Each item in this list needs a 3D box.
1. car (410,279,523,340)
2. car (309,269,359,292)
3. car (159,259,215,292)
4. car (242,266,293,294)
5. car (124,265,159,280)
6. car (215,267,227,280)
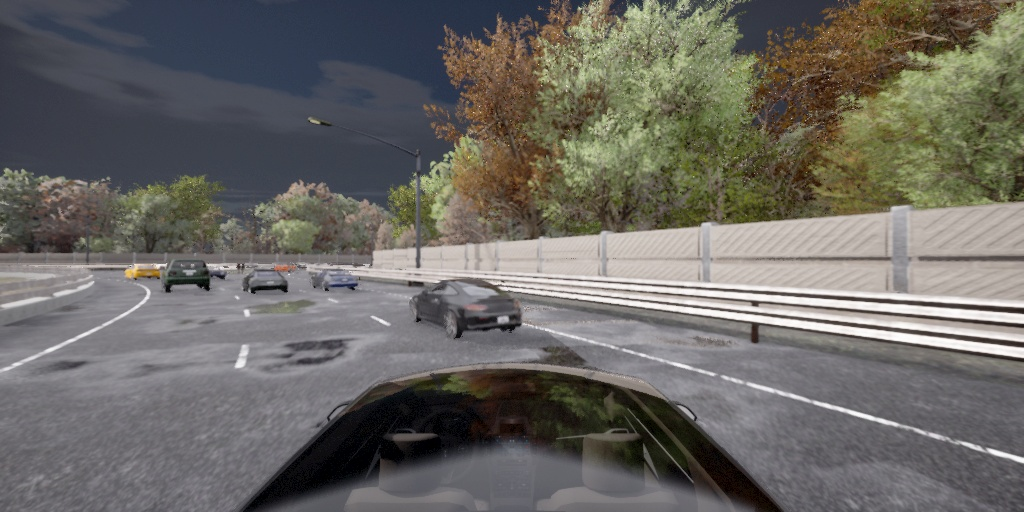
[{"bbox_3d":[-1.493,1.382,10.494,1.812,1.442,4.674,1,-1,-34],"label":"car"},{"bbox_3d":[-12.032,1.563,24.113,2.033,1.411,5.357,1,-1,-41],"label":"car"},{"bbox_3d":[-21.861,1.228,24.027,5.566,2.045,2.150,-1,-1,44],"label":"car"},{"bbox_3d":[-15.591,1.558,22.588,1.994,1.385,4.181,1,-1,-43],"label":"car"},{"bbox_3d":[-37.408,1.623,36.281,5.008,1.535,1.882,0,-1,33],"label":"car"},{"bbox_3d":[-30.202,1.744,35.576,4.718,1.301,1.895,0,-1,36],"label":"car"}]
